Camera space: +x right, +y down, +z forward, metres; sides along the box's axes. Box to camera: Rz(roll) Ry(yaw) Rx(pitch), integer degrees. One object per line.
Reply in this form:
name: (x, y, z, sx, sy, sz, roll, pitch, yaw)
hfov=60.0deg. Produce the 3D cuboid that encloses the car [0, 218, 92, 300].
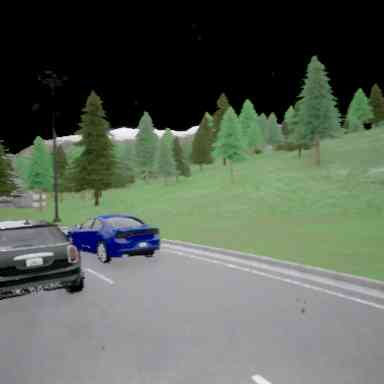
car: (-4.453, 1.487, 8.508, 2.097, 1.767, 4.553, -2, 0, -36)

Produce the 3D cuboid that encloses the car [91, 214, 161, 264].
car: (-3.111, 1.574, 12.522, 1.882, 1.535, 5.008, -1, 0, -39)
